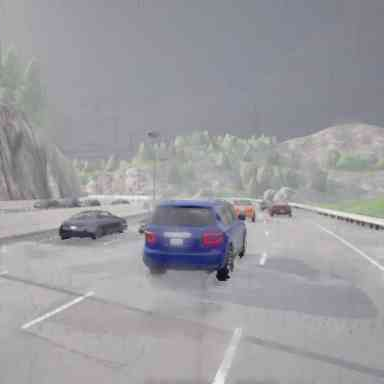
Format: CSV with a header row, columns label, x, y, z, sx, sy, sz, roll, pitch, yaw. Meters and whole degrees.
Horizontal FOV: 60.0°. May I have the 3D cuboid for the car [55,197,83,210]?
label,x,y,z,sx,sy,sz,roll,pitch,yaw
car,-17.955,1.606,48.717,2.097,1.767,4.553,0,0,5

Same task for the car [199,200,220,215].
label,x,y,z,sx,sy,sz,roll,pitch,yaw
car,1.995,1.651,36.401,1.837,1.490,4.892,0,0,8

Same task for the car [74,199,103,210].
label,x,y,z,sx,sy,sz,roll,pitch,yaw
car,-14.577,1.732,47.204,2.128,1.511,4.902,0,0,5

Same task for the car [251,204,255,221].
label,x,y,z,sx,sy,sz,roll,pitch,yaw
car,4.348,1.459,28.605,2.097,1.767,4.553,0,0,10

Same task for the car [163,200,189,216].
label,x,y,z,sx,sy,sz,roll,pitch,yaw
car,-1.607,1.632,35.826,1.882,1.535,5.008,0,0,8

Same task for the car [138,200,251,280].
label,x,y,z,sx,sy,sz,roll,pitch,yaw
car,0.371,1.264,10.357,2.150,2.045,5.566,0,0,15

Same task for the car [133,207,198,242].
label,x,y,z,sx,sy,sz,roll,pitch,yaw
car,-1.224,1.628,18.307,2.033,1.411,5.357,0,0,13

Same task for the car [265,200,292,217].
label,x,y,z,sx,sy,sz,roll,pitch,yaw
car,8.501,1.590,32.496,1.882,1.535,5.008,0,0,8

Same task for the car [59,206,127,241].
label,x,y,z,sx,sy,sz,roll,pitch,yaw
car,-5.049,1.652,17.502,1.994,1.385,4.181,0,0,14

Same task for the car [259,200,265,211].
label,x,y,z,sx,sy,sz,roll,pitch,yaw
car,9.752,1.699,42.811,2.033,1.411,5.357,0,0,5
